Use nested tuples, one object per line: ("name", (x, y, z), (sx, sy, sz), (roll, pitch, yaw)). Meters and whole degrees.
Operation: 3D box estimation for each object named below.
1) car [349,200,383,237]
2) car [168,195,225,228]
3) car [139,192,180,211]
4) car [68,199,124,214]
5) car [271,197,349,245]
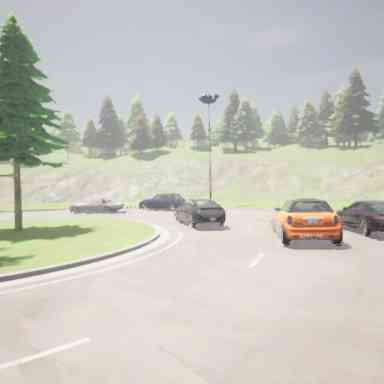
("car", (8.106, 1.104, 15.200), (1.812, 1.442, 4.674), (-1, 1, 2))
("car", (0.362, 1.166, 19.540), (2.128, 1.511, 4.902), (-1, 1, -17))
("car", (-2.919, 0.889, 32.345), (4.553, 1.767, 2.097), (-1, 1, 26))
("car", (-8.796, 1.294, 30.542), (4.718, 1.301, 1.895), (-1, 1, 5))
("car", (4.592, 1.028, 13.869), (2.097, 1.767, 4.553), (-1, 1, 8))
